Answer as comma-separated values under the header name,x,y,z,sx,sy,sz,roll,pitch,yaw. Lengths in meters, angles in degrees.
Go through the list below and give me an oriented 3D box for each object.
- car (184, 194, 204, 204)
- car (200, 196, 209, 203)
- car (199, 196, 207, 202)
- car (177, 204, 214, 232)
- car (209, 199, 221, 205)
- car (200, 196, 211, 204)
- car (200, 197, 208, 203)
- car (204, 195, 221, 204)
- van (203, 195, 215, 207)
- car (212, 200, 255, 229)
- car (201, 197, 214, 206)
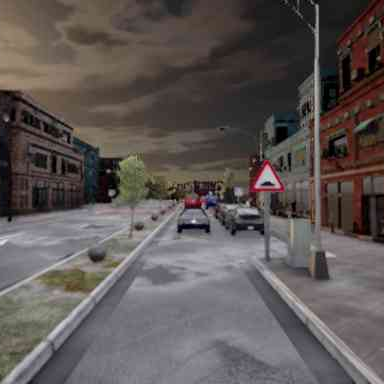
name,x,y,z,sx,sy,sz,roll,pitch,yaw
car,0.103,1.348,42.784,2.150,2.045,5.566,0,-3,0
car,2.994,1.793,80.171,2.185,1.767,4.553,0,-1,0
car,2.994,1.900,91.341,2.185,1.767,4.553,0,-1,0
car,0.099,1.674,21.132,1.994,1.385,4.181,0,0,0
car,2.996,1.660,30.665,2.163,1.488,4.792,0,0,0
car,2.995,1.744,74.651,2.185,1.767,4.553,0,-1,0
car,2.994,2.013,85.846,2.002,1.452,4.674,0,-1,0
car,2.996,1.439,47.107,2.435,2.045,5.566,0,0,0
van,2.996,1.521,58.237,1.878,1.987,4.442,0,0,0
car,2.996,1.609,25.108,2.231,1.521,4.892,0,0,0
car,2.996,1.783,63.634,2.231,1.521,4.892,0,0,0
